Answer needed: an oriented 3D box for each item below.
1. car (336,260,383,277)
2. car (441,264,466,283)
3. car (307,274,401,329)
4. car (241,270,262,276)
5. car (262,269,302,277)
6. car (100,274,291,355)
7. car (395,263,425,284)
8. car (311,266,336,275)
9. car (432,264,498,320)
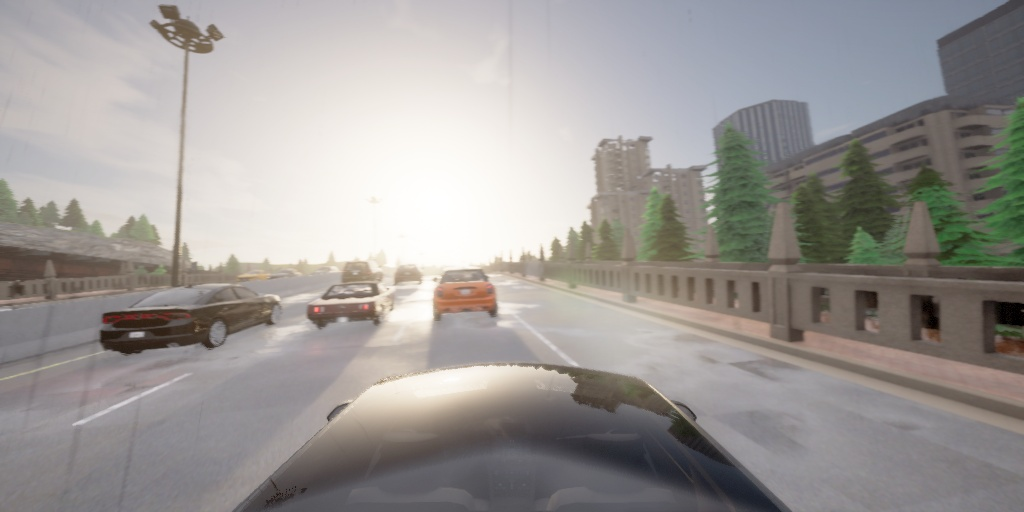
[{"bbox_3d":[-11.738,1.367,28.361,2.150,2.045,5.566,-2,0,-10],"label":"car"},{"bbox_3d":[-5.096,1.479,30.981,1.994,1.385,4.181,-2,0,-10],"label":"car"},{"bbox_3d":[-5.214,1.527,12.349,1.895,1.301,4.718,-2,0,-10],"label":"car"},{"bbox_3d":[-28.132,2.326,39.597,1.882,1.535,5.008,-2,-2,-10],"label":"car"},{"bbox_3d":[-24.427,2.181,38.711,1.837,1.490,4.892,-2,-2,-10],"label":"car"},{"bbox_3d":[-8.336,1.512,9.966,1.882,1.535,5.008,-2,0,-10],"label":"car"},{"bbox_3d":[-8.405,1.382,29.601,2.097,1.767,4.553,-2,0,-10],"label":"car"},{"bbox_3d":[-21.293,1.966,41.071,2.097,1.767,4.553,-2,-2,-10],"label":"car"},{"bbox_3d":[-1.843,1.161,13.306,2.097,1.767,4.553,-2,0,-10],"label":"car"}]
